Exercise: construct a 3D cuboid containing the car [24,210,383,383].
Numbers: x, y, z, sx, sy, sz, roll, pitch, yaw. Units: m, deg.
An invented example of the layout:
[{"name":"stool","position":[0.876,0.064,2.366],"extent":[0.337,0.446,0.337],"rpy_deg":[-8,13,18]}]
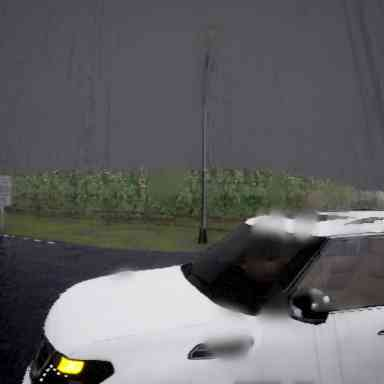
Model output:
[{"name":"car","position":[1.341,1.223,3.416],"extent":[5.566,2.045,2.150],"rpy_deg":[1,-1,-12]}]
